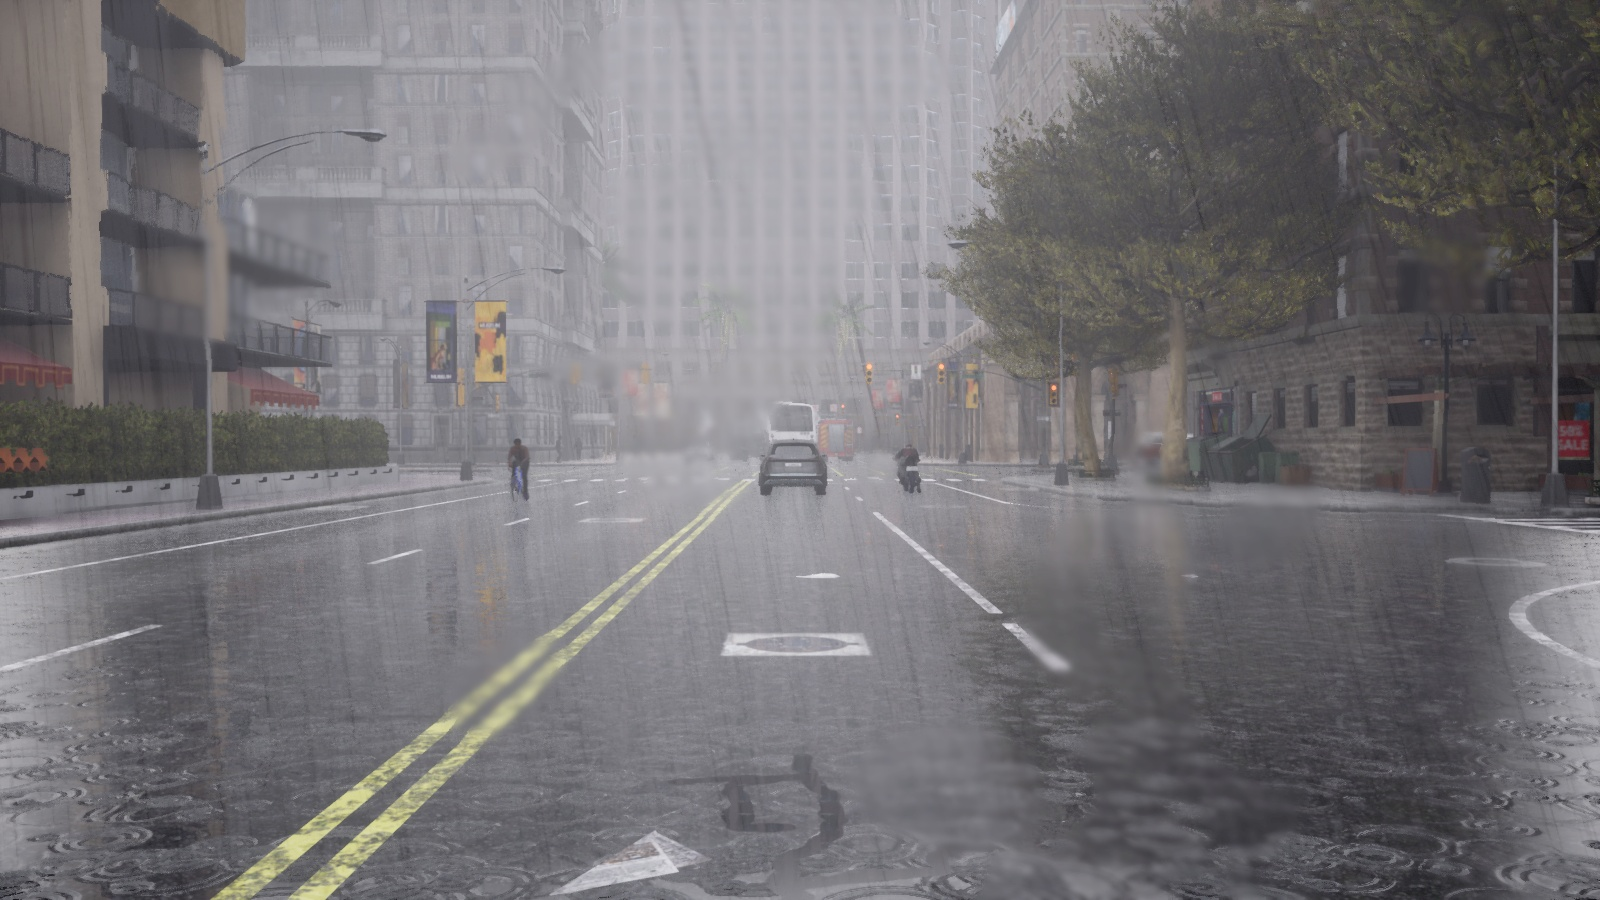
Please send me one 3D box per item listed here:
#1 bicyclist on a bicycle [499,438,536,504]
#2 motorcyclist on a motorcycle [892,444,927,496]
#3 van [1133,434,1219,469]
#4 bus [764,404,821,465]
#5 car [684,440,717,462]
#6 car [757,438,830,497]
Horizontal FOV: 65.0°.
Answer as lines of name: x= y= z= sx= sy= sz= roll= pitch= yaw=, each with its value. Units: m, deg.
bicyclist on a bicycle: x=-7.163 y=0.513 z=31.933 sx=0.582 sy=1.620 sz=1.656 roll=0 pitch=1 yaw=0
motorcyclist on a motorcycle: x=3.298 y=0.569 z=38.045 sx=0.866 sy=1.530 sz=2.191 roll=0 pitch=0 yaw=0
van: x=22.090 y=0.071 z=73.871 sx=4.480 sy=2.038 sz=2.069 roll=0 pitch=0 yaw=1
bus: x=-0.533 y=-1.151 z=92.295 sx=3.944 sy=4.253 sz=10.273 roll=0 pitch=1 yaw=0
car: x=-7.558 y=0.043 z=95.896 sx=2.242 sy=1.667 sz=4.611 roll=0 pitch=0 yaw=0
car: x=-0.196 y=0.465 z=37.376 sx=2.033 sy=1.649 sz=4.856 roll=0 pitch=0 yaw=0
